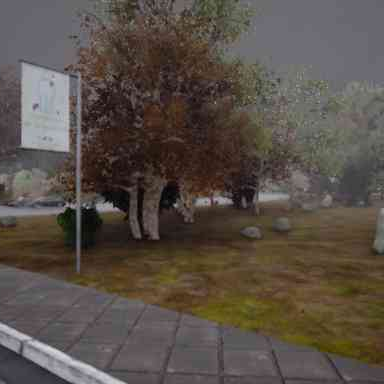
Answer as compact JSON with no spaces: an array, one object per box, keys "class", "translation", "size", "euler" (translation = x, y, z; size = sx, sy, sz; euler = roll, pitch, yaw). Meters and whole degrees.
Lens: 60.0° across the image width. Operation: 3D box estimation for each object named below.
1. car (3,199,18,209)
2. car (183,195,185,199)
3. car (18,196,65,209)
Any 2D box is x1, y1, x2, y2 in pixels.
[{"class":"car","translation":[-20.697,1.289,41.849],"size":[2.033,1.411,5.357],"euler":[0,0,38]},{"class":"car","translation":[-2.932,0.880,59.384],"size":[2.150,2.045,5.566],"euler":[0,0,35]},{"class":"car","translation":[-17.686,1.266,40.028],"size":[1.837,1.490,4.892],"euler":[0,0,38]}]
